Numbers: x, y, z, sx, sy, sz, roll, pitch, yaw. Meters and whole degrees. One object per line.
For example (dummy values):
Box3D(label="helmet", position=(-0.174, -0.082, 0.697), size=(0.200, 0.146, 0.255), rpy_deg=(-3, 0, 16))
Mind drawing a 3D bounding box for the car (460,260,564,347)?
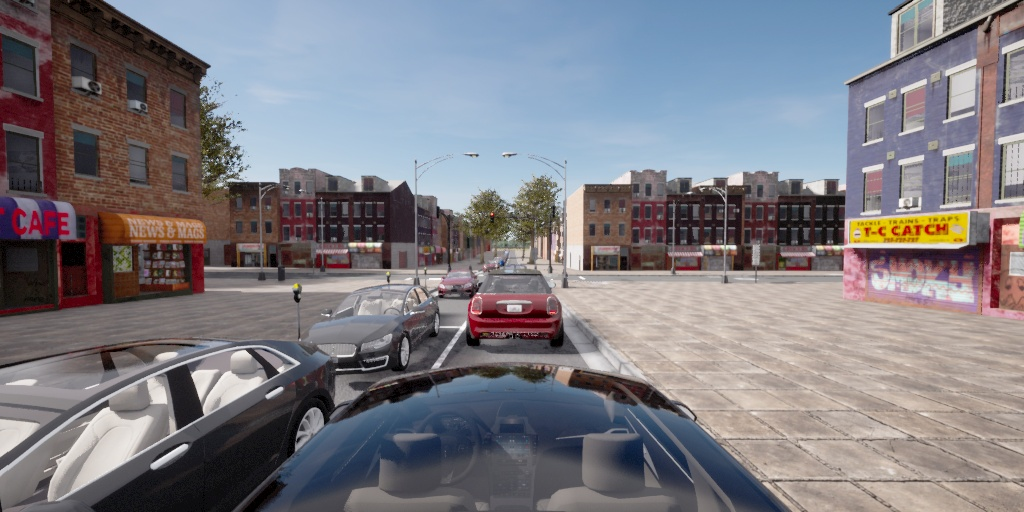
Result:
Box3D(label="car", position=(0.111, 1.100, 9.512), size=(2.097, 1.767, 4.553), rpy_deg=(0, 0, 2))

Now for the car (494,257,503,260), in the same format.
Box3D(label="car", position=(-2.566, 1.235, 45.138), size=(1.967, 1.591, 4.097), rpy_deg=(0, 0, 0))

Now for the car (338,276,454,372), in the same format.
Box3D(label="car", position=(-2.630, 1.298, 7.469), size=(2.007, 1.370, 4.403), rpy_deg=(0, 0, 0))

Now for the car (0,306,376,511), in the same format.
Box3D(label="car", position=(-2.640, 1.300, 2.020), size=(2.007, 1.370, 4.403), rpy_deg=(0, 0, 0))

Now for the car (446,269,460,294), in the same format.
Box3D(label="car", position=(-2.612, 1.333, 18.363), size=(1.802, 1.307, 4.207), rpy_deg=(0, 0, 0))
